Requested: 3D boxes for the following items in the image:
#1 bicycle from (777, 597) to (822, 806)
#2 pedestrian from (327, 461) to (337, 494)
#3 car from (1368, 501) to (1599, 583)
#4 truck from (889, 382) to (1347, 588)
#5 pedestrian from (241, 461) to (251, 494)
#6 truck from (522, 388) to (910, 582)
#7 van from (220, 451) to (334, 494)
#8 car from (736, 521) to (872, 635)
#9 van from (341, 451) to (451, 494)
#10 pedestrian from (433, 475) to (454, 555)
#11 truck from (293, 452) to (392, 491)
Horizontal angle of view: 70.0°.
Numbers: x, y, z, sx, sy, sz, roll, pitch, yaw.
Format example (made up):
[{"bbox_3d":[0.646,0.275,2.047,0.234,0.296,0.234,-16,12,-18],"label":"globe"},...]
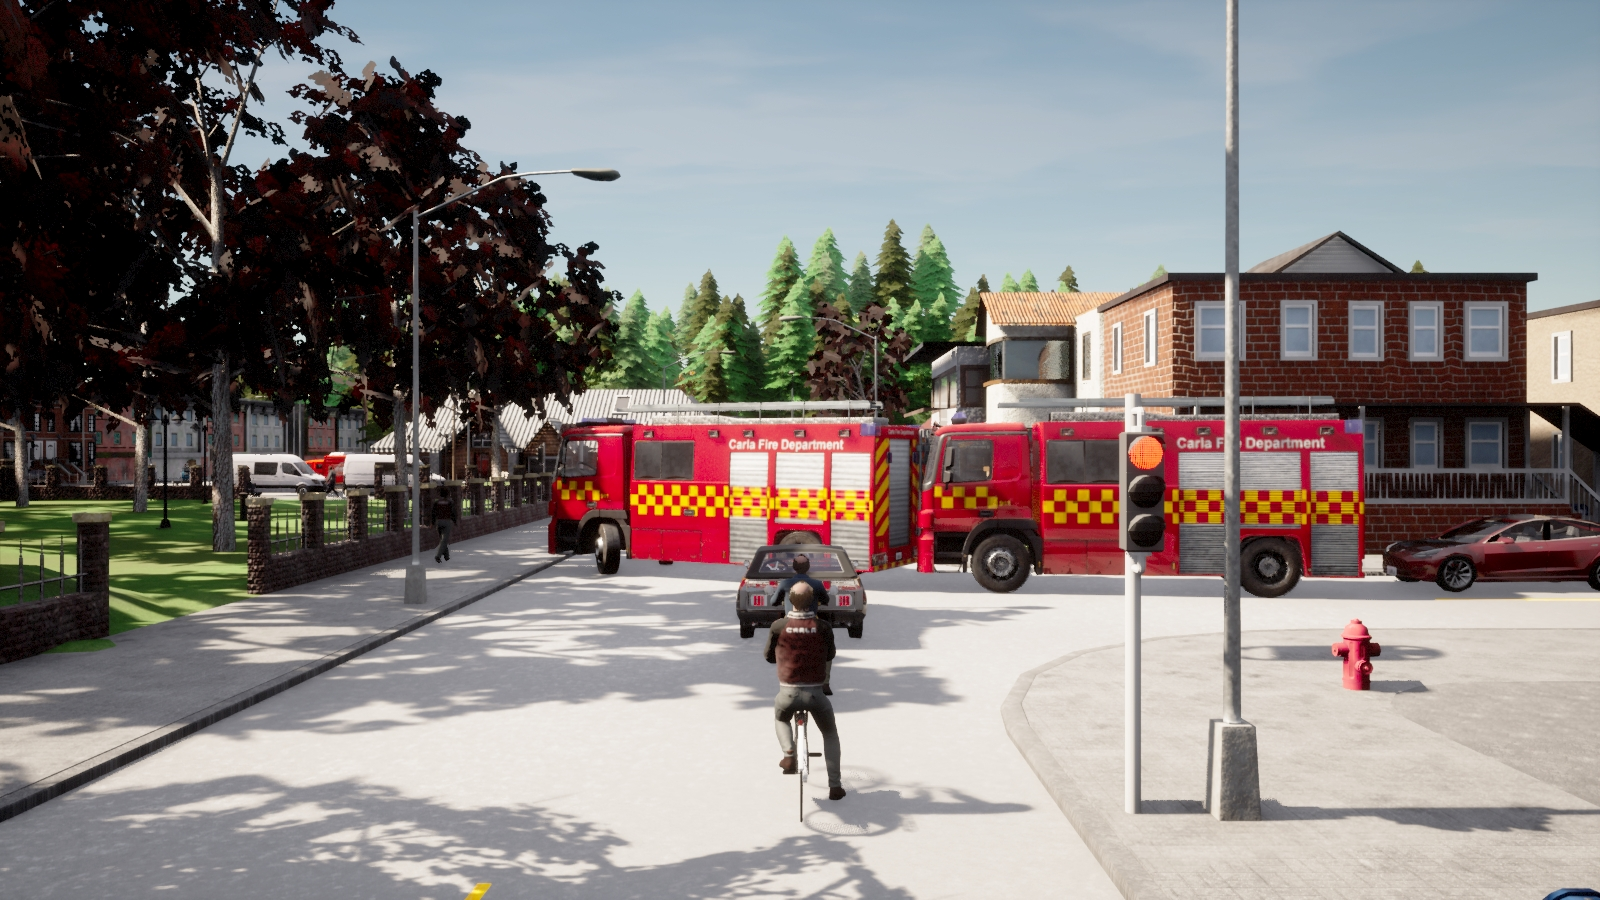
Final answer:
[{"bbox_3d":[-0.005,1.940,9.200,0.329,1.271,1.835,0,0,0],"label":"bicycle"},{"bbox_3d":[-25.966,1.525,63.394,0.375,1.860,0.375,0,0,0],"label":"pedestrian"},{"bbox_3d":[14.568,1.843,23.389,4.792,1.488,2.163,0,0,0],"label":"car"},{"bbox_3d":[6.161,0.669,23.248,8.468,3.827,2.891,0,0,8],"label":"truck"},{"bbox_3d":[-30.715,1.523,63.390,0.375,1.860,0.375,0,0,0],"label":"pedestrian"},{"bbox_3d":[-2.011,0.672,25.772,8.468,3.827,2.891,0,0,28],"label":"truck"},{"bbox_3d":[-31.465,1.314,68.839,5.915,2.561,1.988,0,0,1],"label":"van"},{"bbox_3d":[0.052,1.935,18.331,1.895,1.301,4.718,0,0,0],"label":"car"},{"bbox_3d":[-24.299,1.314,68.785,5.915,2.561,1.988,0,0,1],"label":"van"},{"bbox_3d":[-8.368,1.525,26.841,0.375,1.860,0.375,0,0,2],"label":"pedestrian"},{"bbox_3d":[-29.092,1.345,72.766,5.204,2.467,2.627,0,0,0],"label":"truck"}]
